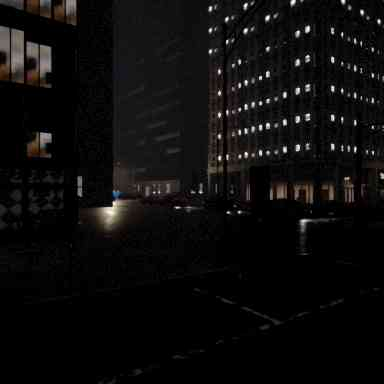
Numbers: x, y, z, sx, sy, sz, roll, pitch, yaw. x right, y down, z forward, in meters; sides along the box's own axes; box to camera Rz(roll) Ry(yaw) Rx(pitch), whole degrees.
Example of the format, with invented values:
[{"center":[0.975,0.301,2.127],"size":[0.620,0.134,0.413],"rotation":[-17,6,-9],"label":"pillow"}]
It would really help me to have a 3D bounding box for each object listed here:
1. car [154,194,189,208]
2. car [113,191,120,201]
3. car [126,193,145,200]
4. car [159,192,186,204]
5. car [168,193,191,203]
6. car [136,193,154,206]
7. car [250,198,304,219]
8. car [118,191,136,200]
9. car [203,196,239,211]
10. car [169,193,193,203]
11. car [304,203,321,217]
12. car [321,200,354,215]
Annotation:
[{"center":[-2.496,1.211,40.507],"size":[1.802,1.307,4.206],"rotation":[1,0,-33],"label":"car"},{"center":[-14.992,0.919,58.883],"size":[1.887,1.381,4.507],"rotation":[1,0,-35],"label":"car"},{"center":[-11.522,0.864,67.789],"size":[1.947,1.339,4.313],"rotation":[1,0,-36],"label":"car"},{"center":[-2.998,0.865,51.270],"size":[2.097,1.767,4.553],"rotation":[0,1,-34],"label":"car"},{"center":[-2.464,1.057,45.168],"size":[1.882,1.535,5.008],"rotation":[0,1,-34],"label":"car"},{"center":[-5.445,1.094,45.003],"size":[1.752,1.417,4.829],"rotation":[1,0,-33],"label":"car"},{"center":[6.401,1.399,26.551],"size":[1.802,1.307,4.206],"rotation":[1,0,-32],"label":"car"},{"center":[-13.127,0.876,65.724],"size":[1.994,1.385,4.181],"rotation":[0,1,-36],"label":"car"},{"center":[3.146,1.189,36.456],"size":[2.128,1.511,4.902],"rotation":[0,1,-32],"label":"car"},{"center":[-1.876,0.926,54.343],"size":[1.967,1.590,4.097],"rotation":[1,0,-35],"label":"car"},{"center":[8.165,1.309,28.493],"size":[1.837,1.490,4.892],"rotation":[0,1,-32],"label":"car"},{"center":[13.020,1.377,31.244],"size":[1.802,1.307,4.206],"rotation":[1,0,-32],"label":"car"}]
